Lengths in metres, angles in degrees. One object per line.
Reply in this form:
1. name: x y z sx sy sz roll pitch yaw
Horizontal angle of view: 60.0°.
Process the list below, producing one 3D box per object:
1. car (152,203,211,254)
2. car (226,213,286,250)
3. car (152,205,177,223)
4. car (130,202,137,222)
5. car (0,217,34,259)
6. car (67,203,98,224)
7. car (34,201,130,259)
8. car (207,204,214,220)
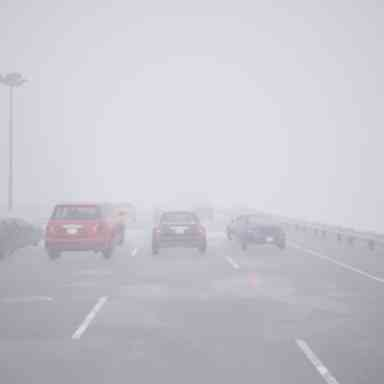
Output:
1. car: -0.634 1.507 14.479 2.097 1.767 4.553 0 -1 -5
2. car: 2.814 1.687 15.203 1.812 1.442 4.674 0 0 -5
3. car: -2.575 1.925 30.203 1.895 1.301 4.718 0 -1 -9
4. car: -6.064 1.672 29.829 2.097 1.767 4.553 0 -1 -9
5. car: -7.534 1.692 13.070 2.033 1.411 5.357 0 -1 -4
6. car: -9.534 1.825 29.367 1.837 1.490 4.892 0 0 -9
7. car: -4.050 1.371 13.414 2.150 2.045 5.566 0 0 -4
8. car: 0.709 1.815 31.730 1.882 1.535 5.008 0 0 -10
